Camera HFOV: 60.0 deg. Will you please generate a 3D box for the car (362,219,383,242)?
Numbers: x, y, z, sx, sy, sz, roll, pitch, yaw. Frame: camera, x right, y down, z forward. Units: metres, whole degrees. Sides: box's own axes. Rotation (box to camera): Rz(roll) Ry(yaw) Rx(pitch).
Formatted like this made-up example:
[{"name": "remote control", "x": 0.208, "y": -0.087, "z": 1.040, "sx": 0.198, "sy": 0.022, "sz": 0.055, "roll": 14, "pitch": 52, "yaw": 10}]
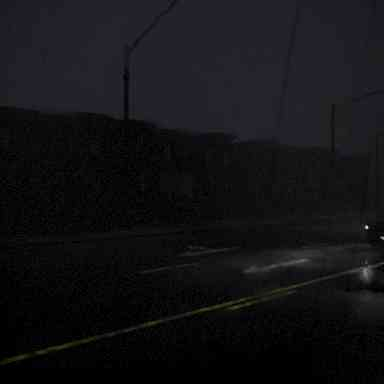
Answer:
[{"name": "car", "x": 10.000, "y": 1.674, "z": 15.586, "sx": 4.718, "sy": 1.301, "sz": 1.895, "roll": 0, "pitch": 0, "yaw": -36}]
